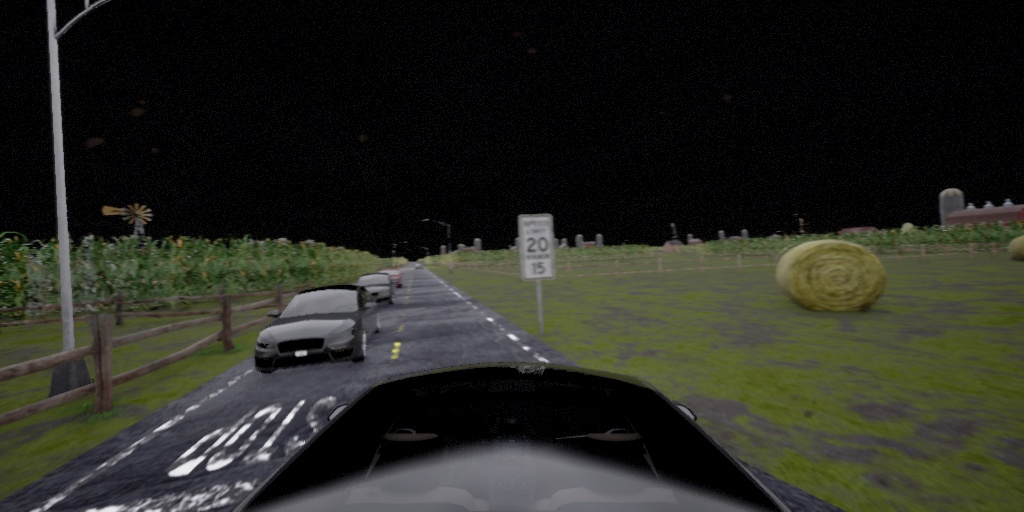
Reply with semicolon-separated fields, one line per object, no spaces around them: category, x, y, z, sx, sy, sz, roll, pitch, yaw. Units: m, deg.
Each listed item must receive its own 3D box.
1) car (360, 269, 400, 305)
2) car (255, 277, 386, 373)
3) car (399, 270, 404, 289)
car;-6.908;1.637;18.201;1.837;1.490;4.892;-3;0;-15
car;-4.316;1.489;8.606;1.837;1.490;4.892;-3;0;-15
car;-9.661;1.765;28.431;1.882;1.535;5.008;-3;0;-15
